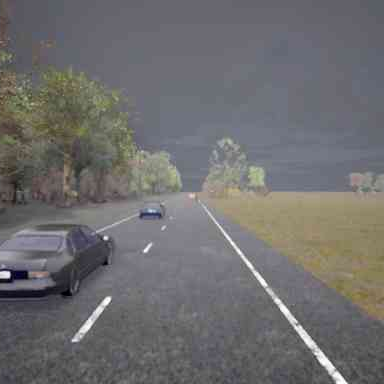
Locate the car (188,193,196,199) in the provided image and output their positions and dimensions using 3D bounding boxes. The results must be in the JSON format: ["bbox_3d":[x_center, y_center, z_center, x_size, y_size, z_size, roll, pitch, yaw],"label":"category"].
[{"bbox_3d":[0.001,1.025,93.300,2.097,1.767,4.553,0,0,0],"label":"car"}]

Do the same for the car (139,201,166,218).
[{"bbox_3d":[-3.399,1.501,29.216,1.994,1.385,4.181,0,0,0],"label":"car"}]

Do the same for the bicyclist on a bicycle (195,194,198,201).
[{"bbox_3d":[0.964,1.292,75.184,0.582,1.620,1.656,0,0,0],"label":"bicyclist on a bicycle"}]

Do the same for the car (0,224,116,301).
[{"bbox_3d":[-3.400,1.529,8.479,2.033,1.411,5.357,0,0,0],"label":"car"}]

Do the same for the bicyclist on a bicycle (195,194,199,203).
[{"bbox_3d":[0.964,1.311,66.184,0.582,1.620,1.656,0,0,0],"label":"bicyclist on a bicycle"}]
